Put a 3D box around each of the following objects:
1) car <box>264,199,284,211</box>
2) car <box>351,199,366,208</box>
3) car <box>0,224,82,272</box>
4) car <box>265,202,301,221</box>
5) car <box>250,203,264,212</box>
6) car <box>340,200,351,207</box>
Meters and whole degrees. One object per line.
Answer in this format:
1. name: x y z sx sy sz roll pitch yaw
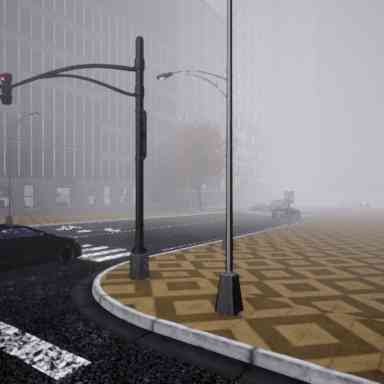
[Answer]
1. car: 13.776 2.157 52.262 2.150 2.045 5.566 0 -1 33
2. car: 42.288 3.146 84.351 1.882 1.535 5.008 0 -1 33
3. car: -5.583 1.686 10.393 1.994 1.385 4.181 0 -1 33
4. car: 9.634 2.120 33.899 2.128 1.511 4.902 0 -1 33
5. car: 11.061 2.496 54.048 1.994 1.385 4.181 0 -1 33
6. car: 39.559 3.204 86.117 2.033 1.411 5.357 0 -1 33
